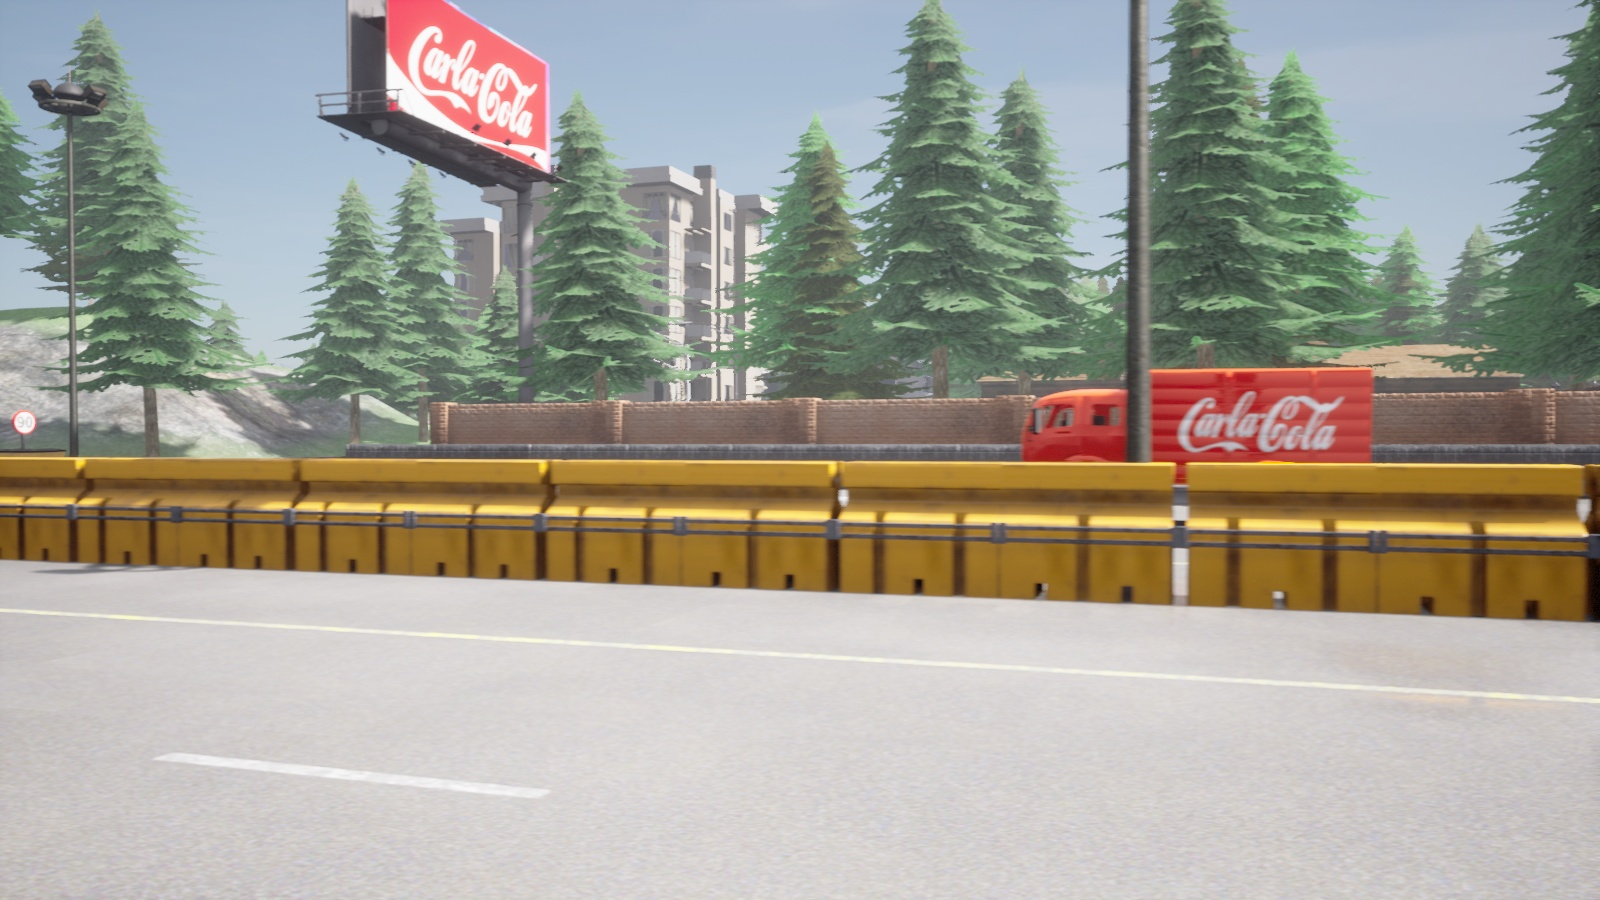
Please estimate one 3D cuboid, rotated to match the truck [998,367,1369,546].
[{"bbox_3d":[5.989,0.051,19.623,5.204,2.467,2.627,1,1,24],"label":"truck"}]
